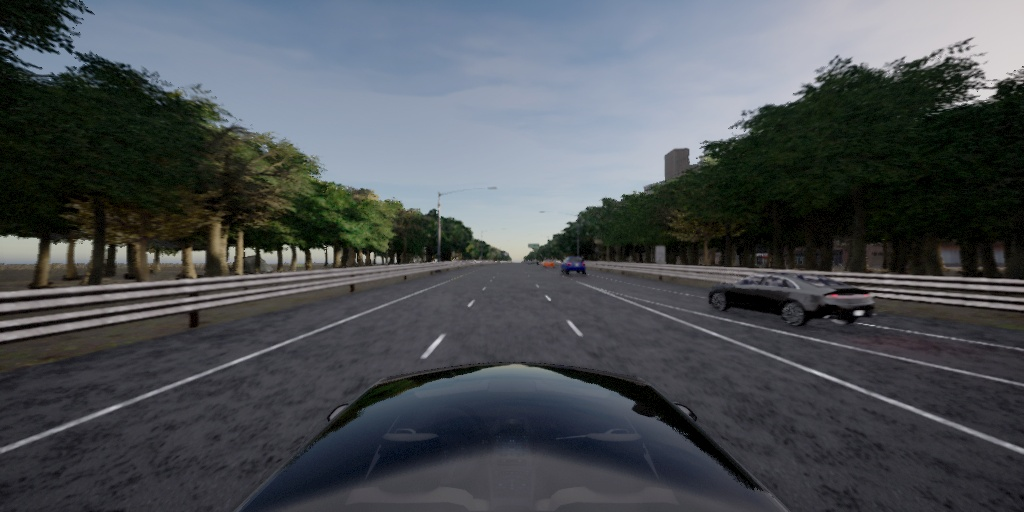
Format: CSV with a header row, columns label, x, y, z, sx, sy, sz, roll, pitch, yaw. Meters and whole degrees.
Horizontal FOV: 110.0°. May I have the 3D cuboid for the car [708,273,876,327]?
label,x,y,z,sx,sy,sz,roll,pitch,yaw
car,8.645,1.284,11.737,2.128,1.511,4.902,0,0,-10

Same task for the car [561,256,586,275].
label,x,y,z,sx,sy,sz,roll,pitch,yaw
car,7.005,1.076,41.354,2.150,2.045,5.566,0,0,0
